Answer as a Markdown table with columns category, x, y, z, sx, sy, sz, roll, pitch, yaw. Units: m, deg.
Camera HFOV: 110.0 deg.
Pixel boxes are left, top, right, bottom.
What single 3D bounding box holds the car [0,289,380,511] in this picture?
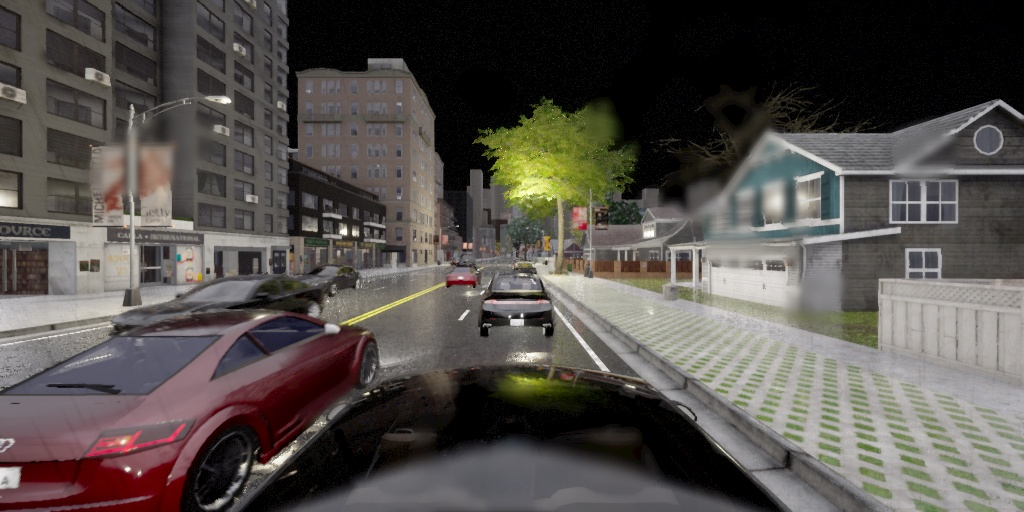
| category | x | y | z | sx | sy | sz | roll | pitch | yaw |
| --- | --- | --- | --- | --- | --- | --- | --- | --- | --- |
| car | -3.146 | 1.313 | 4.178 | 1.994 | 1.385 | 4.181 | 0 | 0 | 0 |

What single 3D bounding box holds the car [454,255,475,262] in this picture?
| category | x | y | z | sx | sy | sz | roll | pitch | yaw |
| --- | --- | --- | --- | --- | --- | --- | --- | --- | --- |
| car | -6.554 | 0.928 | 52.186 | 2.150 | 2.045 | 5.566 | 0 | 0 | 0 |

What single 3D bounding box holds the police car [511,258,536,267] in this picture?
| category | x | y | z | sx | sy | sz | roll | pitch | yaw |
| --- | --- | --- | --- | --- | --- | --- | --- | --- | --- |
| police car | 1.003 | 1.159 | 29.513 | 1.930 | 1.638 | 5.238 | 0 | 0 | 0 |

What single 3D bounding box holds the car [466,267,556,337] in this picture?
| category | x | y | z | sx | sy | sz | roll | pitch | yaw |
| --- | --- | --- | --- | --- | --- | --- | --- | --- | --- |
| car | 0.111 | 1.240 | 10.288 | 2.128 | 1.511 | 4.902 | 0 | 0 | 0 |

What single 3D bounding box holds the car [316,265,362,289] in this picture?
| category | x | y | z | sx | sy | sz | roll | pitch | yaw |
| --- | --- | --- | --- | --- | --- | --- | --- | --- | --- |
| car | -9.831 | 1.248 | 19.457 | 1.837 | 1.490 | 4.892 | 0 | 0 | 0 |

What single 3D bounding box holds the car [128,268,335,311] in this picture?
| category | x | y | z | sx | sy | sz | roll | pitch | yaw |
| --- | --- | --- | --- | --- | --- | --- | --- | --- | --- |
| car | -6.591 | 1.227 | 8.781 | 1.882 | 1.535 | 5.008 | 0 | 0 | 0 |

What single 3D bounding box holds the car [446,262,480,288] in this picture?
| category | x | y | z | sx | sy | sz | roll | pitch | yaw |
| --- | --- | --- | --- | --- | --- | --- | --- | --- | --- |
| car | -3.131 | 1.304 | 23.975 | 1.994 | 1.385 | 4.181 | 0 | 0 | 0 |

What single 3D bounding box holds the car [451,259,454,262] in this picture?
| category | x | y | z | sx | sy | sz | roll | pitch | yaw |
| --- | --- | --- | --- | --- | --- | --- | --- | --- | --- |
| car | -9.733 | 1.044 | 64.127 | 2.097 | 1.767 | 4.553 | 0 | 0 | 1 |
